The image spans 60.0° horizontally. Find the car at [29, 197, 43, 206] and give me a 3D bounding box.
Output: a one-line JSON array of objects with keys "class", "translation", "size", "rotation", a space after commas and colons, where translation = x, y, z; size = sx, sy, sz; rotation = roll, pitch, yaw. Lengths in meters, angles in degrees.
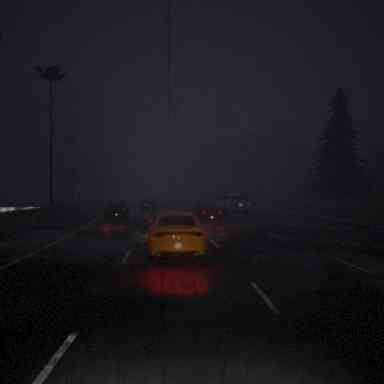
[{"class": "car", "translation": [-25.490, 1.533, 54.368], "size": [2.128, 1.511, 4.902], "rotation": [0, 0, -22]}]

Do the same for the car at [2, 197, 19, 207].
[{"class": "car", "translation": [-28.229, 1.543, 51.806], "size": [2.128, 1.511, 4.902], "rotation": [0, 0, -22]}]

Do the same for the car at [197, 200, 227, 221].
[{"class": "car", "translation": [1.074, 1.582, 27.058], "size": [1.895, 1.301, 4.718], "rotation": [0, 0, -11]}]

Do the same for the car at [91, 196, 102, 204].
[{"class": "car", "translation": [-18.477, 1.542, 64.732], "size": [1.812, 1.442, 4.674], "rotation": [0, 0, -26]}]

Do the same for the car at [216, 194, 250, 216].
[{"class": "car", "translation": [3.695, 1.193, 31.907], "size": [2.150, 2.045, 5.566], "rotation": [0, 0, -12]}]

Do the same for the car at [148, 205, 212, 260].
[{"class": "car", "translation": [-0.633, 1.472, 12.573], "size": [1.882, 1.535, 5.008], "rotation": [0, 0, -5]}]

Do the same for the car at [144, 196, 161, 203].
[{"class": "car", "translation": [-8.156, 1.584, 67.708], "size": [1.895, 1.301, 4.718], "rotation": [0, 0, -27]}]

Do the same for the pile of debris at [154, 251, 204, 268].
[{"class": "pile of debris", "translation": [-0.453, 2.170, 10.827], "size": [1.500, 0.140, 1.860], "rotation": [0, 0, -4]}]

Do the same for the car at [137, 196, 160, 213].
[{"class": "car", "translation": [-4.870, 1.485, 37.377], "size": [2.128, 1.511, 4.902], "rotation": [0, 0, -14]}]

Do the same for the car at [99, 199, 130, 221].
[{"class": "car", "translation": [-6.156, 1.492, 27.396], "size": [2.128, 1.511, 4.902], "rotation": [0, 0, -11]}]
